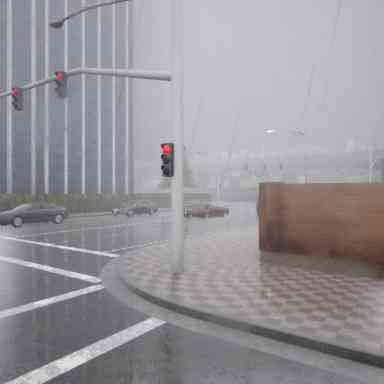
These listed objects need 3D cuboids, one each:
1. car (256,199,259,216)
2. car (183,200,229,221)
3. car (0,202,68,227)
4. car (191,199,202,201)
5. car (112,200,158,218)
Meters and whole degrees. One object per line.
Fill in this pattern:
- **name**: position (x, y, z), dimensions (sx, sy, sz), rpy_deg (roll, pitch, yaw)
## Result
- **car**: position (7.907, 1.221, 31.000), dimensions (2.150, 2.045, 5.566), rpy_deg (0, 0, 35)
- **car**: position (1.218, 1.601, 27.629), dimensions (1.895, 1.301, 4.718), rpy_deg (0, 0, 35)
- **car**: position (-10.967, 1.505, 22.907), dimensions (1.837, 1.490, 4.892), rpy_deg (0, 0, 35)
- **car**: position (0.519, 1.564, 39.040), dimensions (1.994, 1.385, 4.181), rpy_deg (0, 0, 35)
- **car**: position (-5.258, 1.491, 30.936), dimensions (2.128, 1.511, 4.902), rpy_deg (0, 0, 35)
